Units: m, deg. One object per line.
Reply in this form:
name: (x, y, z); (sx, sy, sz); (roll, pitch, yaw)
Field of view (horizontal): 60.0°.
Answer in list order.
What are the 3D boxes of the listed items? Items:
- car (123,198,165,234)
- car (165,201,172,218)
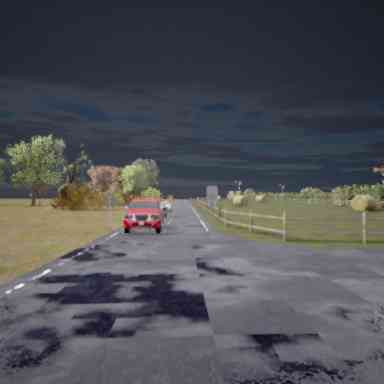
car: (-3.008, 1.438, 21.280); (2.150, 2.045, 5.566); (0, -1, -4)
car: (-3.499, 1.850, 34.159); (2.128, 1.511, 4.902); (0, -1, -1)
